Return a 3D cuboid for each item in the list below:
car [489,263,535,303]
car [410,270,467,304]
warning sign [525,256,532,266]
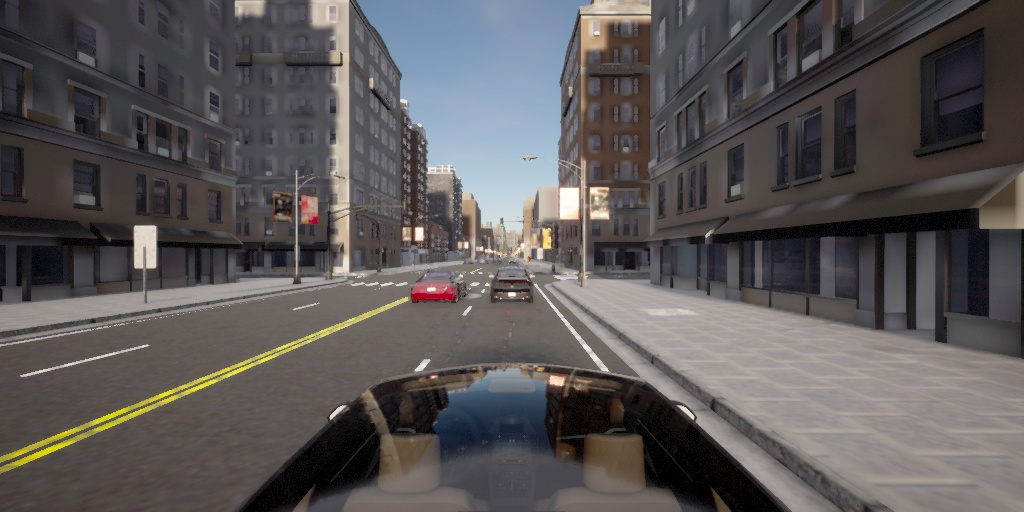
[{"bbox_3d":[0.000,1.264,16.501,1.837,1.490,4.892,0,0,0],"label":"car"},{"bbox_3d":[-3.250,1.320,16.500,1.994,1.385,4.181,0,0,0],"label":"car"},{"bbox_3d":[2.850,0.845,62.398,1.300,1.860,1.060,0,0,0],"label":"warning sign"}]
